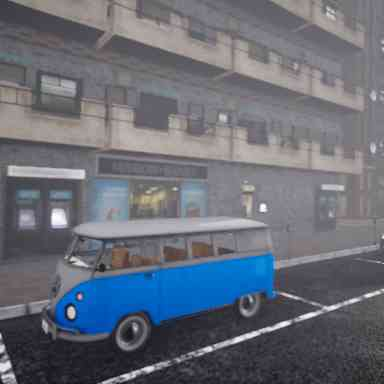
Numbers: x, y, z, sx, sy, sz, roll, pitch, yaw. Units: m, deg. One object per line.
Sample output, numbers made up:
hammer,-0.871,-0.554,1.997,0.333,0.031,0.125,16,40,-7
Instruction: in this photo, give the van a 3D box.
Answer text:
van,-0.324,1.372,5.853,3.998,1.788,1.690,1,0,-35

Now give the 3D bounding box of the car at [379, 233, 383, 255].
car,8.712,1.582,12.294,4.097,1.590,1.967,1,0,-35
